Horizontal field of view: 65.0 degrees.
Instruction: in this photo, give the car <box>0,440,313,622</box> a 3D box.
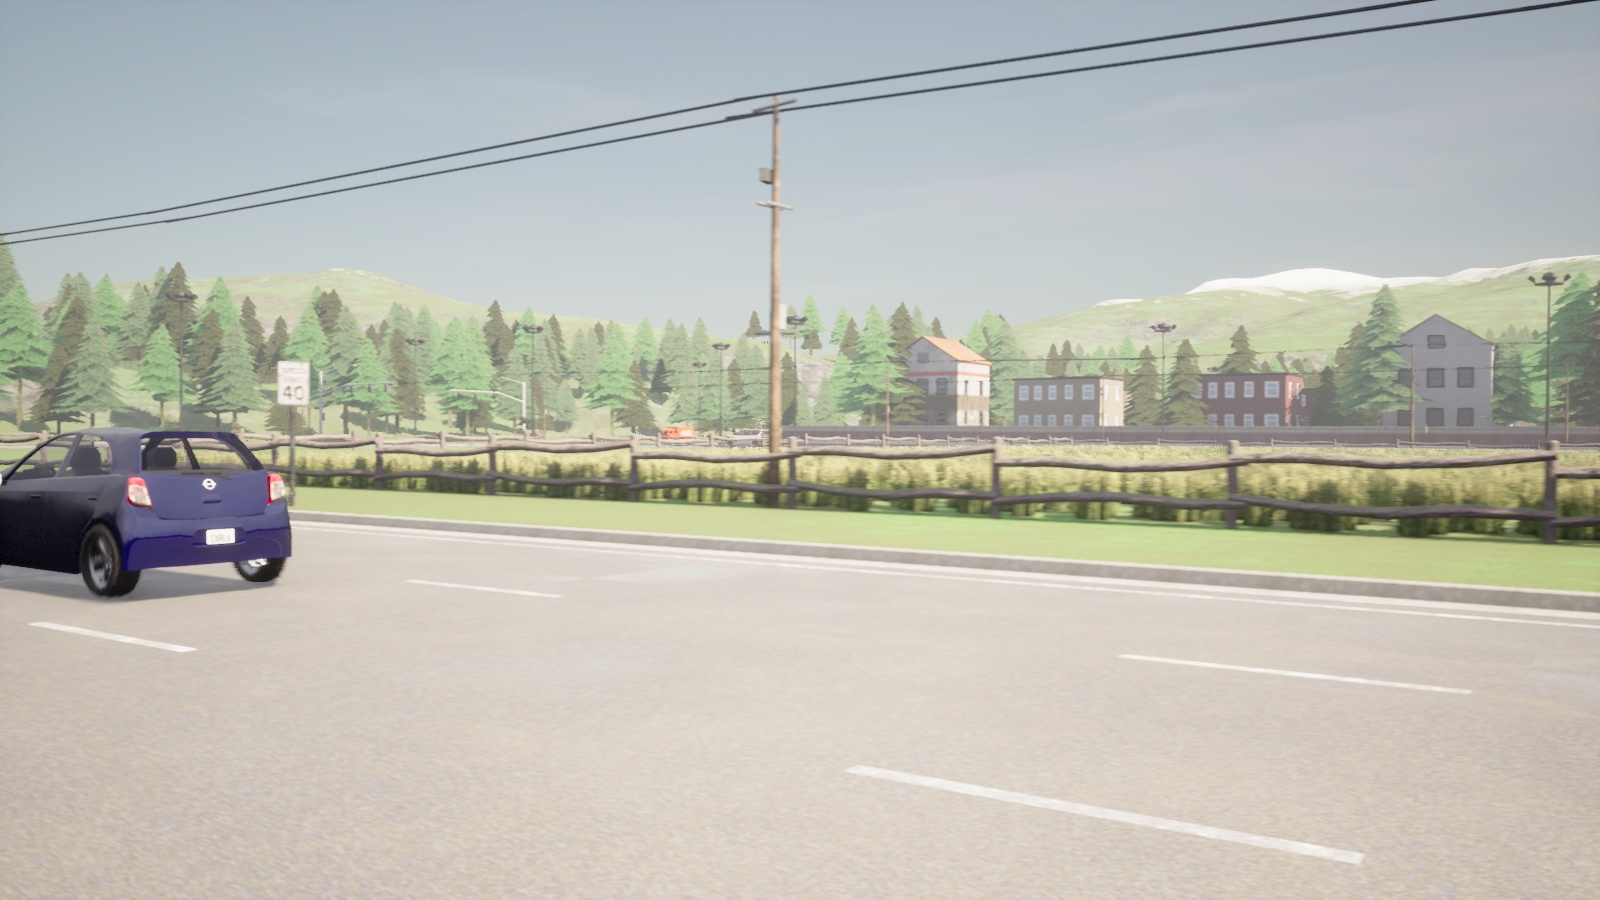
[{"bbox_3d":[-6.683,0.677,12.247,3.633,1.501,1.845,0,1,34],"label":"car"}]
